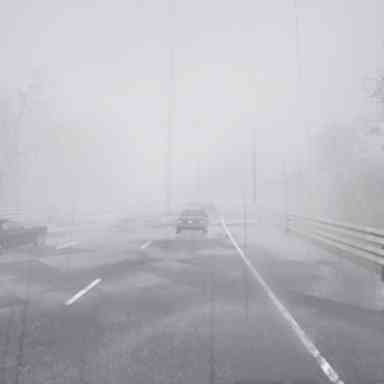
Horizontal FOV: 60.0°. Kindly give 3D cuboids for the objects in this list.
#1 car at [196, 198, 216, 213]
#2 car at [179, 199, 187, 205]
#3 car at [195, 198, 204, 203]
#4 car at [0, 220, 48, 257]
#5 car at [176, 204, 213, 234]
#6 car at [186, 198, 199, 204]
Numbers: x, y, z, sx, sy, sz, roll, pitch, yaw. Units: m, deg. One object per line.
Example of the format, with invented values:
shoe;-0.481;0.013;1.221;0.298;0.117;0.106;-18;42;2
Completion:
car;2.159;1.922;43.815;2.128;1.511;4.902;0;-1;6
car;-1.575;2.231;71.126;1.812;1.442;4.674;0;-1;8
car;2.209;2.453;95.521;1.882;1.535;5.008;0;-1;10
car;-7.488;1.710;12.818;1.895;1.301;4.718;0;-1;4
car;0.107;1.747;20.955;2.033;1.411;5.357;0;-1;4
car;0.680;2.211;61.699;1.895;1.301;4.718;0;-1;7
